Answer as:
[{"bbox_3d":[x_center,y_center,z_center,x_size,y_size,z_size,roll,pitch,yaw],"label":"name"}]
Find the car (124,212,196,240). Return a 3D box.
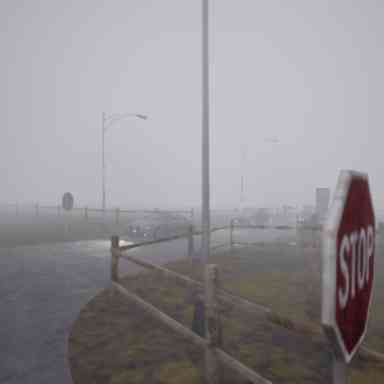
[{"bbox_3d":[-1.636,1.803,18.090,1.994,1.385,4.181,1,0,38],"label":"car"}]

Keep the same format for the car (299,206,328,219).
[{"bbox_3d":[14.220,2.363,38.620,2.033,1.411,5.357,1,-1,38],"label":"car"}]

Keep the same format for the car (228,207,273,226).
[{"bbox_3d":[4.748,1.932,26.378,1.882,1.535,5.008,1,0,38],"label":"car"}]
